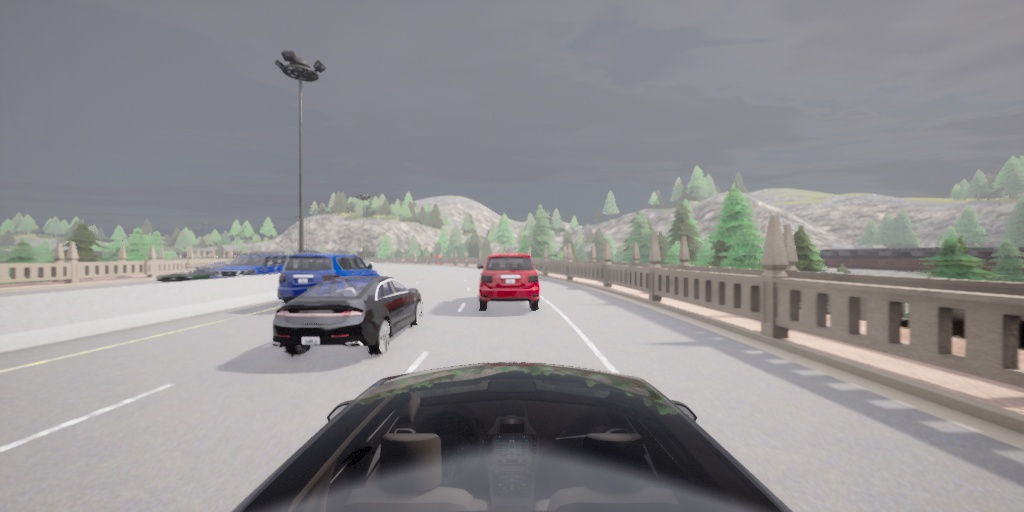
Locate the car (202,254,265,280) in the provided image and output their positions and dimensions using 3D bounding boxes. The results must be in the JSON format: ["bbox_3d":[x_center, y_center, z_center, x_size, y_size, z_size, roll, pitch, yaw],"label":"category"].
[{"bbox_3d":[-15.162,0.913,21.337,2.150,2.045,5.566,0,0,-8],"label":"car"}]

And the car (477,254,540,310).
[{"bbox_3d":[-0.217,0.926,14.506,2.150,2.045,5.566,0,0,-4],"label":"car"}]

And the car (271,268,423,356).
[{"bbox_3d":[-3.469,1.216,8.515,2.128,1.511,4.902,0,0,-1],"label":"car"}]

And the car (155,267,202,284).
[{"bbox_3d":[-18.740,1.296,21.660,1.895,1.301,4.718,0,0,-9],"label":"car"}]

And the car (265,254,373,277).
[{"bbox_3d":[-7.238,0.926,14.795,2.150,2.045,5.566,0,0,-4],"label":"car"}]
